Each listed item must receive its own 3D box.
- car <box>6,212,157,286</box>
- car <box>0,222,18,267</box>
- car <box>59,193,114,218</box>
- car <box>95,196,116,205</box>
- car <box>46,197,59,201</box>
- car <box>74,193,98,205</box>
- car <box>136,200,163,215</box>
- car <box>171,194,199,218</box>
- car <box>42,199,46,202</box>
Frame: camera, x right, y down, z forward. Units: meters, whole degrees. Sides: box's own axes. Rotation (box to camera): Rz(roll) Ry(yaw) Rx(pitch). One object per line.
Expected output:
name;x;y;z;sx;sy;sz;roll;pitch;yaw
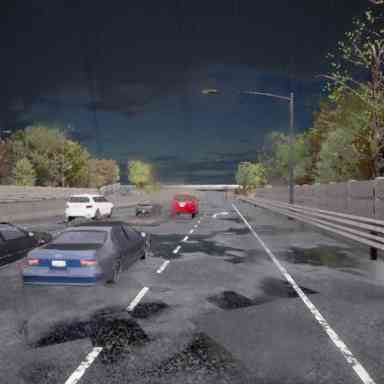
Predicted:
car;-2.557;1.547;9.493;2.033;1.411;5.357;0;0;5
car;-6.070;1.546;9.543;2.033;1.411;5.357;0;0;5
car;-8.010;1.223;26.547;2.150;2.045;5.566;0;0;5
car;-15.608;1.519;60.037;2.128;1.511;4.902;0;0;6
car;-22.806;1.514;58.179;2.128;1.511;4.902;0;0;6
car;-19.094;1.248;60.242;2.150;2.045;5.566;0;0;6
car;-4.014;1.494;31.706;2.128;1.511;4.902;0;0;5
car;-0.576;1.223;30.877;2.150;2.045;5.566;0;0;5
car;-25.906;1.576;62.056;2.033;1.411;5.357;0;0;6
